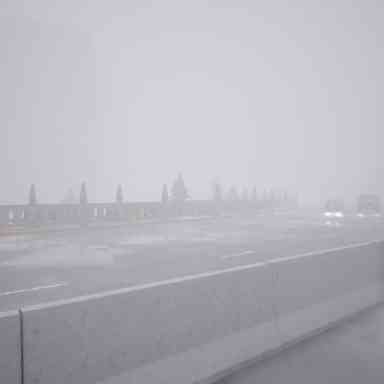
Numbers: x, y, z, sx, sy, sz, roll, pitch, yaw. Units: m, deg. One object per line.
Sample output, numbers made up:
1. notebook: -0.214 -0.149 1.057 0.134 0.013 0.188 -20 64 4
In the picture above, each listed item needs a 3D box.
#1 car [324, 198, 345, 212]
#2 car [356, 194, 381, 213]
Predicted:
1. car: 16.807 1.491 39.109 2.128 1.511 4.902 0 0 29
2. car: 19.691 1.221 37.024 2.150 2.045 5.566 0 0 29
